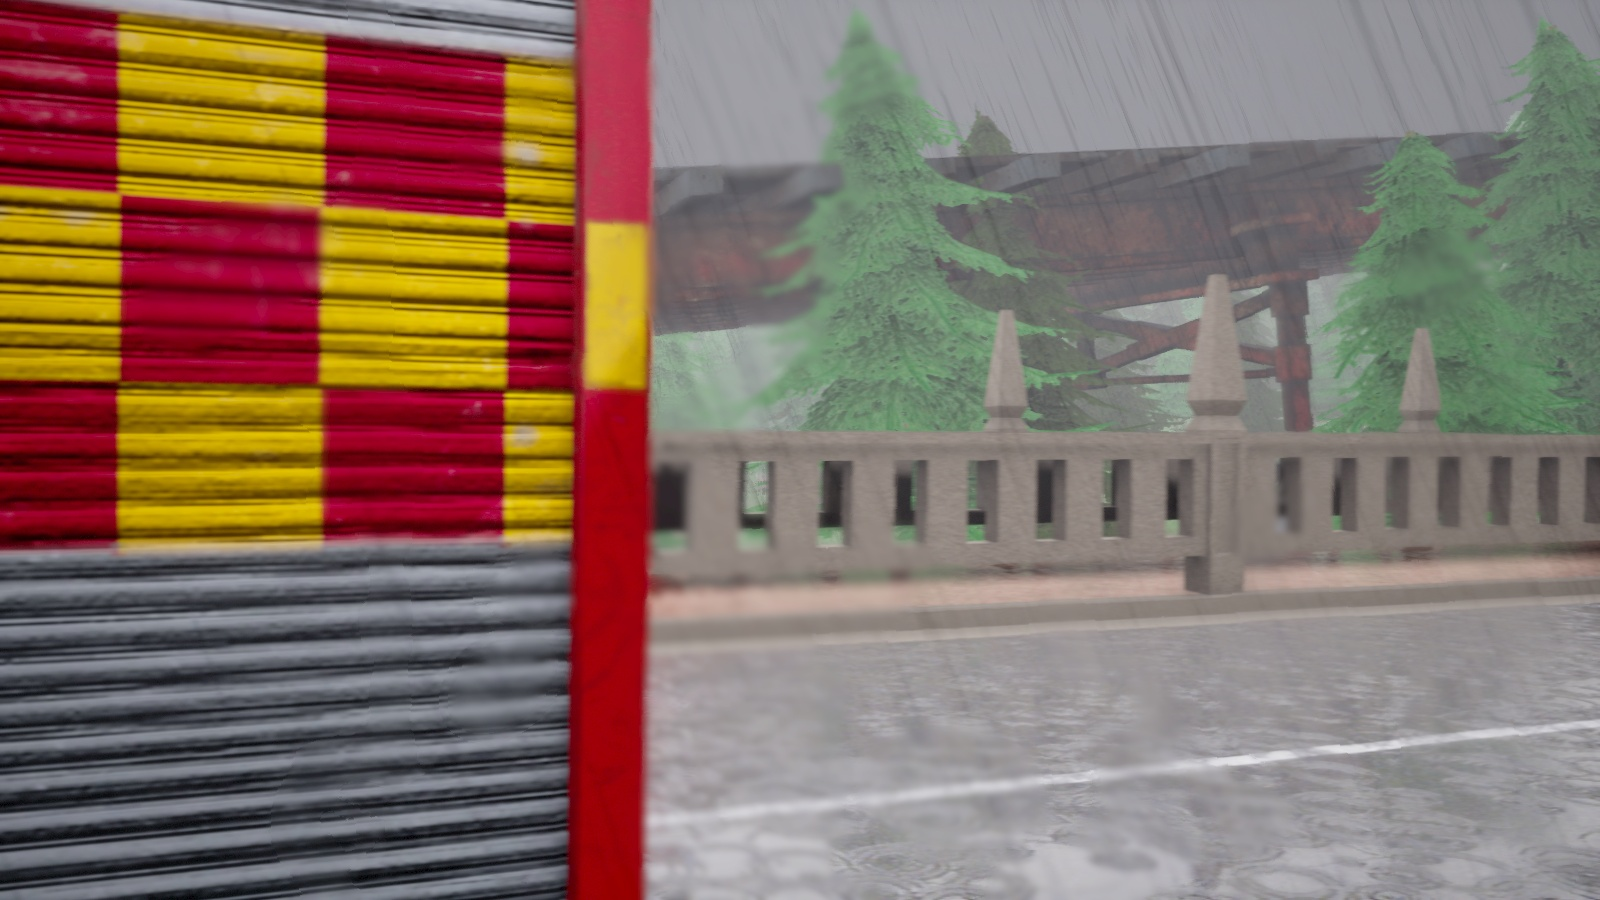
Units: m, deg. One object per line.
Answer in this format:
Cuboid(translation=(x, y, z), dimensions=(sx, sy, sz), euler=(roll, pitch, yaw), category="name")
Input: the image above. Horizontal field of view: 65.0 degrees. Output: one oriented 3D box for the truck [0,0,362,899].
Cuboid(translation=(-5.001, -0.315, 1.327), dimensions=(8.468, 3.827, 2.891), euler=(-1, 1, -21), category="truck")
